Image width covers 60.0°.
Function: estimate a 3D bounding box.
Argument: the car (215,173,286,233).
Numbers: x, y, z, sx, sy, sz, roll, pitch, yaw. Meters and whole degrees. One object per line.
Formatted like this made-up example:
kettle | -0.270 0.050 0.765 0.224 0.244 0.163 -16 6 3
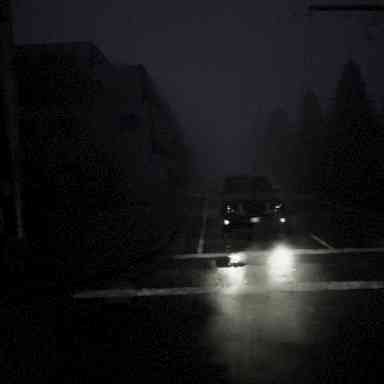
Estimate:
car | 2.161 0.304 13.333 2.150 2.045 5.566 -2 5 4
